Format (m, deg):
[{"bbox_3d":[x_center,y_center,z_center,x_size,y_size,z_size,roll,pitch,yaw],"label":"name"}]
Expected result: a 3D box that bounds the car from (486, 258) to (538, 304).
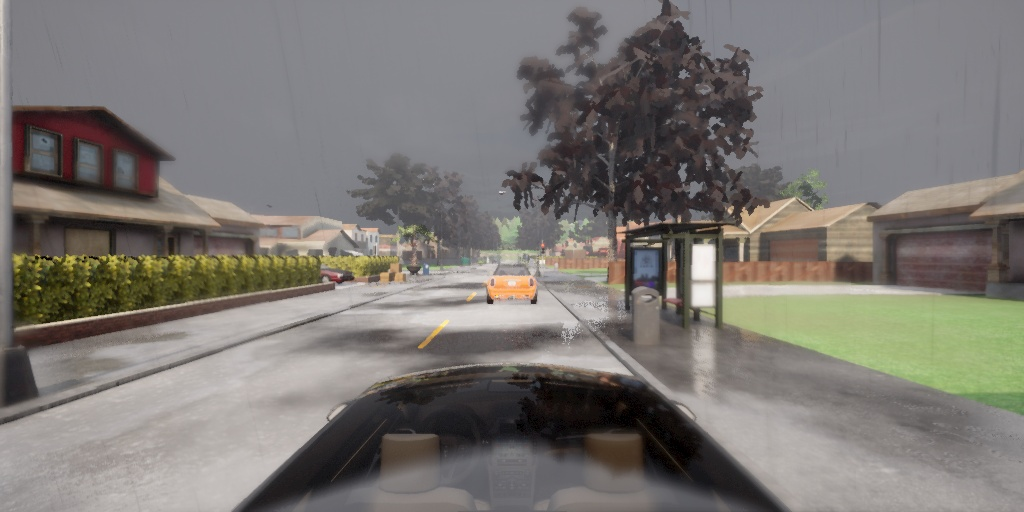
[{"bbox_3d":[0.000,1.115,16.470,2.097,1.767,4.553,0,0,0],"label":"car"}]
